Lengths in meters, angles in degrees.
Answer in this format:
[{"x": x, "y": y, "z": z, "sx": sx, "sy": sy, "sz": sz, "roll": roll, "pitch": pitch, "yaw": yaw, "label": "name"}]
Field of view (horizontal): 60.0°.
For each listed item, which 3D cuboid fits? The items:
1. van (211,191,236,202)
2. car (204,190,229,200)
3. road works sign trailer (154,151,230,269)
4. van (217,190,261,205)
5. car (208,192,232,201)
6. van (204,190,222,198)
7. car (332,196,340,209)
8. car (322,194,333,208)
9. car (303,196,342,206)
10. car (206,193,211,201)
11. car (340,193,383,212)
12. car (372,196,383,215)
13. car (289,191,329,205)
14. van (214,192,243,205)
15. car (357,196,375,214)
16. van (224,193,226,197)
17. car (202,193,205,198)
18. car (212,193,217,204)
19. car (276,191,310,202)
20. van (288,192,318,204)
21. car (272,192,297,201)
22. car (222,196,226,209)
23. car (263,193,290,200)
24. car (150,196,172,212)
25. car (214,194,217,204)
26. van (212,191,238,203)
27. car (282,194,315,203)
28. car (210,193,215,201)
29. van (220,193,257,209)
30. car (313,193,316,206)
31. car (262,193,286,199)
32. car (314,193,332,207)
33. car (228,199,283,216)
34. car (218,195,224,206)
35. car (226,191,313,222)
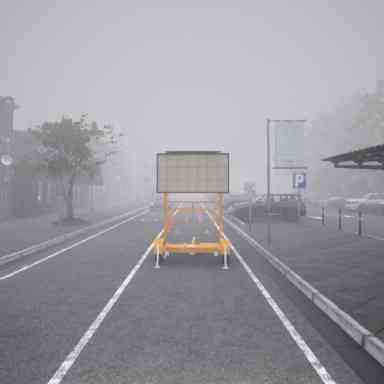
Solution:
[{"x": 5.747, "y": 0.865, "z": 61.344, "sx": 4.442, "sy": 1.987, "sz": 1.878, "roll": 0, "pitch": 1, "yaw": 0, "label": "van"}, {"x": 5.570, "y": 0.659, "z": 75.359, "sx": 5.566, "sy": 2.045, "sz": 2.435, "roll": 0, "pitch": 1, "yaw": 0, "label": "car"}, {"x": 0.037, "y": 0.441, "z": 11.123, "sx": 2.380, "sy": 3.560, "sz": 2.880, "roll": 0, "pitch": 0, "yaw": 2, "label": "road works sign trailer"}, {"x": 5.565, "y": 1.096, "z": 38.914, "sx": 4.442, "sy": 1.987, "sz": 1.878, "roll": 0, "pitch": 0, "yaw": 0, "label": "van"}, {"x": 5.648, "y": 0.893, "z": 66.951, "sx": 4.553, "sy": 1.767, "sz": 2.185, "roll": 0, "pitch": 1, "yaw": 0, "label": "car"}, {"x": 5.456, "y": 0.541, "z": 86.571, "sx": 4.442, "sy": 1.987, "sz": 1.878, "roll": 0, "pitch": 1, "yaw": 0, "label": "van"}, {"x": 18.760, "y": 1.335, "z": 36.897, "sx": 4.892, "sy": 1.521, "sz": 2.231, "roll": 0, "pitch": 0, "yaw": 0, "label": "car"}, {"x": 18.754, "y": 1.317, "z": 39.675, "sx": 5.008, "sy": 1.535, "sz": 2.097, "roll": 0, "pitch": 0, "yaw": 0, "label": "car"}, {"x": 18.769, "y": 1.281, "z": 48.007, "sx": 4.792, "sy": 1.488, "sz": 2.163, "roll": 0, "pitch": 1, "yaw": 0, "label": "car"}, {"x": 5.615, "y": 0.912, "z": 55.736, "sx": 5.566, "sy": 2.045, "sz": 2.435, "roll": 0, "pitch": 1, "yaw": 0, "label": "car"}, {"x": 18.743, "y": 1.097, "z": 34.121, "sx": 5.566, "sy": 2.045, "sz": 2.435, "roll": 0, "pitch": 0, "yaw": 0, "label": "car"}, {"x": 18.790, "y": 1.375, "z": 28.571, "sx": 5.008, "sy": 1.535, "sz": 2.097, "roll": 0, "pitch": 0, "yaw": 0, "label": "car"}, {"x": 18.756, "y": 0.941, "z": 53.556, "sx": 5.566, "sy": 2.045, "sz": 2.435, "roll": 0, "pitch": 1, "yaw": 0, "label": "car"}, {"x": 5.766, "y": 0.973, "z": 52.937, "sx": 4.442, "sy": 1.987, "sz": 1.878, "roll": 0, "pitch": 1, "yaw": 0, "label": "van"}, {"x": 18.783, "y": 1.362, "z": 31.347, "sx": 5.008, "sy": 1.535, "sz": 2.097, "roll": 0, "pitch": 0, "yaw": 0, "label": "car"}, {"x": 5.811, "y": 1.125, "z": 33.305, "sx": 4.442, "sy": 1.987, "sz": 1.878, "roll": 0, "pitch": 0, "yaw": 0, "label": "van"}, {"x": 5.576, "y": 0.696, "z": 72.556, "sx": 5.566, "sy": 2.045, "sz": 2.435, "roll": 0, "pitch": 1, "yaw": 0, "label": "car"}, {"x": 5.659, "y": 1.298, "z": 47.329, "sx": 4.674, "sy": 1.452, "sz": 2.002, "roll": 0, "pitch": 1, "yaw": 0, "label": "car"}, {"x": 18.737, "y": 0.834, "z": 61.882, "sx": 5.566, "sy": 2.045, "sz": 2.435, "roll": 0, "pitch": 1, "yaw": 0, "label": "car"}, {"x": 18.838, "y": 0.931, "z": 56.332, "sx": 4.442, "sy": 1.987, "sz": 1.878, "roll": 0, "pitch": 1, "yaw": 0, "label": "van"}, {"x": 18.727, "y": 0.888, "z": 67.436, "sx": 4.553, "sy": 1.767, "sz": 2.185, "roll": 0, "pitch": 1, "yaw": 0, "label": "car"}, {"x": 5.522, "y": 1.376, "z": 27.699, "sx": 5.366, "sy": 1.575, "sz": 1.946, "roll": 0, "pitch": 0, "yaw": 0, "label": "car"}, {"x": 18.498, "y": 0.940, "z": 72.986, "sx": 5.366, "sy": 1.575, "sz": 1.946, "roll": 0, "pitch": 1, "yaw": 0, "label": "car"}, {"x": -3.282, "y": 1.187, "z": 35.880, "sx": 2.097, "sy": 1.767, "sz": 4.553, "roll": 0, "pitch": 0, "yaw": 0, "label": "car"}, {"x": 5.698, "y": 1.313, "z": 44.521, "sx": 4.792, "sy": 1.488, "sz": 2.163, "roll": 0, "pitch": 0, "yaw": 0, "label": "car"}, {"x": 5.753, "y": 0.901, "z": 58.541, "sx": 4.442, "sy": 1.987, "sz": 1.878, "roll": 0, "pitch": 1, "yaw": 0, "label": "van"}, {"x": 18.901, "y": 1.118, "z": 59.109, "sx": 5.366, "sy": 1.575, "sz": 1.946, "roll": 0, "pitch": 1, "yaw": 0, "label": "car"}, {"x": 5.662, "y": 1.230, "z": 50.131, "sx": 4.892, "sy": 1.521, "sz": 2.231, "roll": 0, "pitch": 1, "yaw": 0, "label": "car"}, {"x": 5.791, "y": 1.077, "z": 41.716, "sx": 4.442, "sy": 1.987, "sz": 1.878, "roll": 0, "pitch": 0, "yaw": 0, "label": "van"}, {"x": 18.717, "y": 1.309, "z": 45.224, "sx": 4.792, "sy": 1.488, "sz": 2.163, "roll": 0, "pitch": 1, "yaw": 0, "label": "car"}, {"x": 18.682, "y": 0.908, "z": 75.763, "sx": 4.892, "sy": 1.521, "sz": 2.231, "roll": 0, "pitch": 1, "yaw": 0, "label": "car"}, {"x": 18.938, "y": 1.296, "z": 42.452, "sx": 5.366, "sy": 1.575, "sz": 1.946, "roll": 0, "pitch": 0, "yaw": 0, "label": "car"}, {"x": 5.703, "y": 1.405, "z": 30.503, "sx": 4.674, "sy": 1.452, "sz": 2.002, "roll": 0, "pitch": 0, "yaw": 0, "label": "car"}, {"x": 5.682, "y": 1.337, "z": 36.109, "sx": 5.008, "sy": 1.535, "sz": 2.097, "roll": 0, "pitch": 0, "yaw": 0, "label": "car"}, {"x": 5.685, "y": 1.142, "z": 24.894, "sx": 5.566, "sy": 2.045, "sz": 2.435, "roll": 0, "pitch": 0, "yaw": 0, "label": "car"}]
